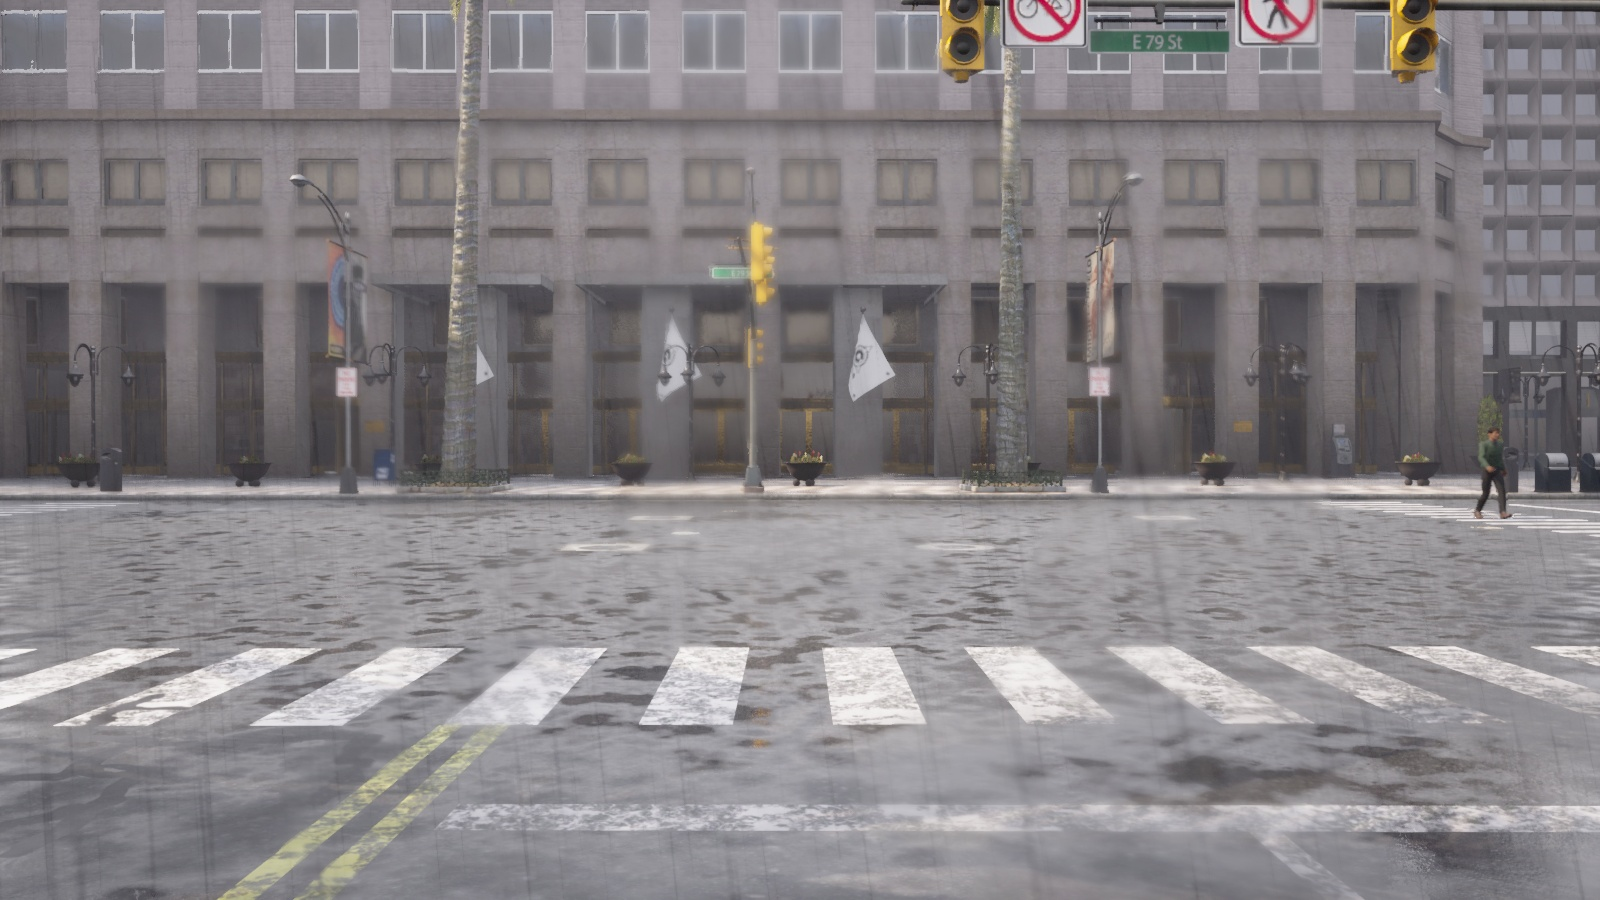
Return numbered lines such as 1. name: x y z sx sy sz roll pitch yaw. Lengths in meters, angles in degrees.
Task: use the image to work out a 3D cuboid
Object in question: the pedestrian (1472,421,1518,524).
1. pedestrian: 13.347 0.428 24.135 0.423 1.949 0.788 0 0 -2
